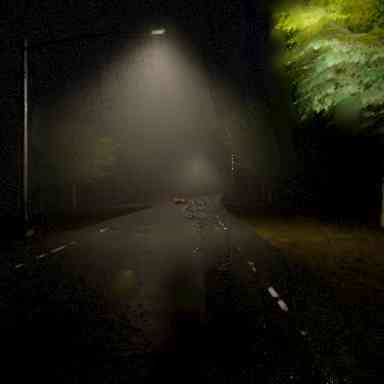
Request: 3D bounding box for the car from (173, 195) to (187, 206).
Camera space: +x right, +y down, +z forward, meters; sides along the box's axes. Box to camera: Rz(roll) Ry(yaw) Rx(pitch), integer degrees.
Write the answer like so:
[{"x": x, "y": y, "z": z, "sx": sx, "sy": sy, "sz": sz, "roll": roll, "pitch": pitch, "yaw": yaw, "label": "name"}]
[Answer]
[{"x": -1.921, "y": 1.322, "z": 53.198, "sx": 1.882, "sy": 1.535, "sz": 5.008, "roll": 0, "pitch": 0, "yaw": 4, "label": "car"}]
